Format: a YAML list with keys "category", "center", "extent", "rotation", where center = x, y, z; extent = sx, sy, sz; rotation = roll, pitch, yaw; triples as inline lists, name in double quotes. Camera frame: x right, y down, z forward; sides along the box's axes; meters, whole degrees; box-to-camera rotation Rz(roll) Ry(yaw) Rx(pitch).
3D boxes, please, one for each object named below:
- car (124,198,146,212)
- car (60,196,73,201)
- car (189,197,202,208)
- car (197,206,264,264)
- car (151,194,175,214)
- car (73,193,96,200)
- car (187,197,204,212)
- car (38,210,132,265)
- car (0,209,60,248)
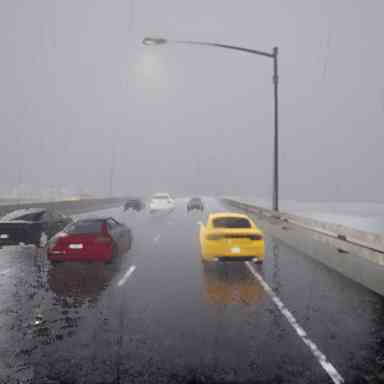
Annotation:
- category: "car"
  center: [-6.553, 1.508, 38.347]
  extent: [1.837, 1.490, 4.892]
  rotation: [0, 0, 1]
- category: "car"
  center: [-23.487, 1.519, 63.664]
  extent: [1.882, 1.535, 5.008]
  rotation: [0, 0, 2]
- category: "car"
  center: [0.625, 1.488, 50.178]
  extent: [1.882, 1.535, 5.008]
  rotation: [0, 0, 2]
- category: "car"
  center: [1.239, 1.474, 11.813]
  extent: [1.882, 1.535, 5.008]
  rotation: [0, 0, 0]
- category: "car"
  center: [-3.104, 1.223, 36.129]
  extent: [2.150, 2.045, 5.566]
  rotation: [0, 0, 1]
- category: "car"
  center: [-20.010, 1.260, 63.098]
  extent: [2.150, 2.045, 5.566]
  rotation: [0, 0, 2]
- category: "car"
  center: [0.429, 1.602, 39.005]
  extent: [1.895, 1.301, 4.718]
  rotation: [0, 0, 2]
- category: "car"
  center: [-3.380, 1.560, 11.727]
  extent: [1.994, 1.385, 4.181]
  rotation: [0, 0, 0]
- category: "car"
  center: [-6.865, 1.474, 14.712]
  extent: [1.882, 1.535, 5.008]
  rotation: [0, 0, 0]
